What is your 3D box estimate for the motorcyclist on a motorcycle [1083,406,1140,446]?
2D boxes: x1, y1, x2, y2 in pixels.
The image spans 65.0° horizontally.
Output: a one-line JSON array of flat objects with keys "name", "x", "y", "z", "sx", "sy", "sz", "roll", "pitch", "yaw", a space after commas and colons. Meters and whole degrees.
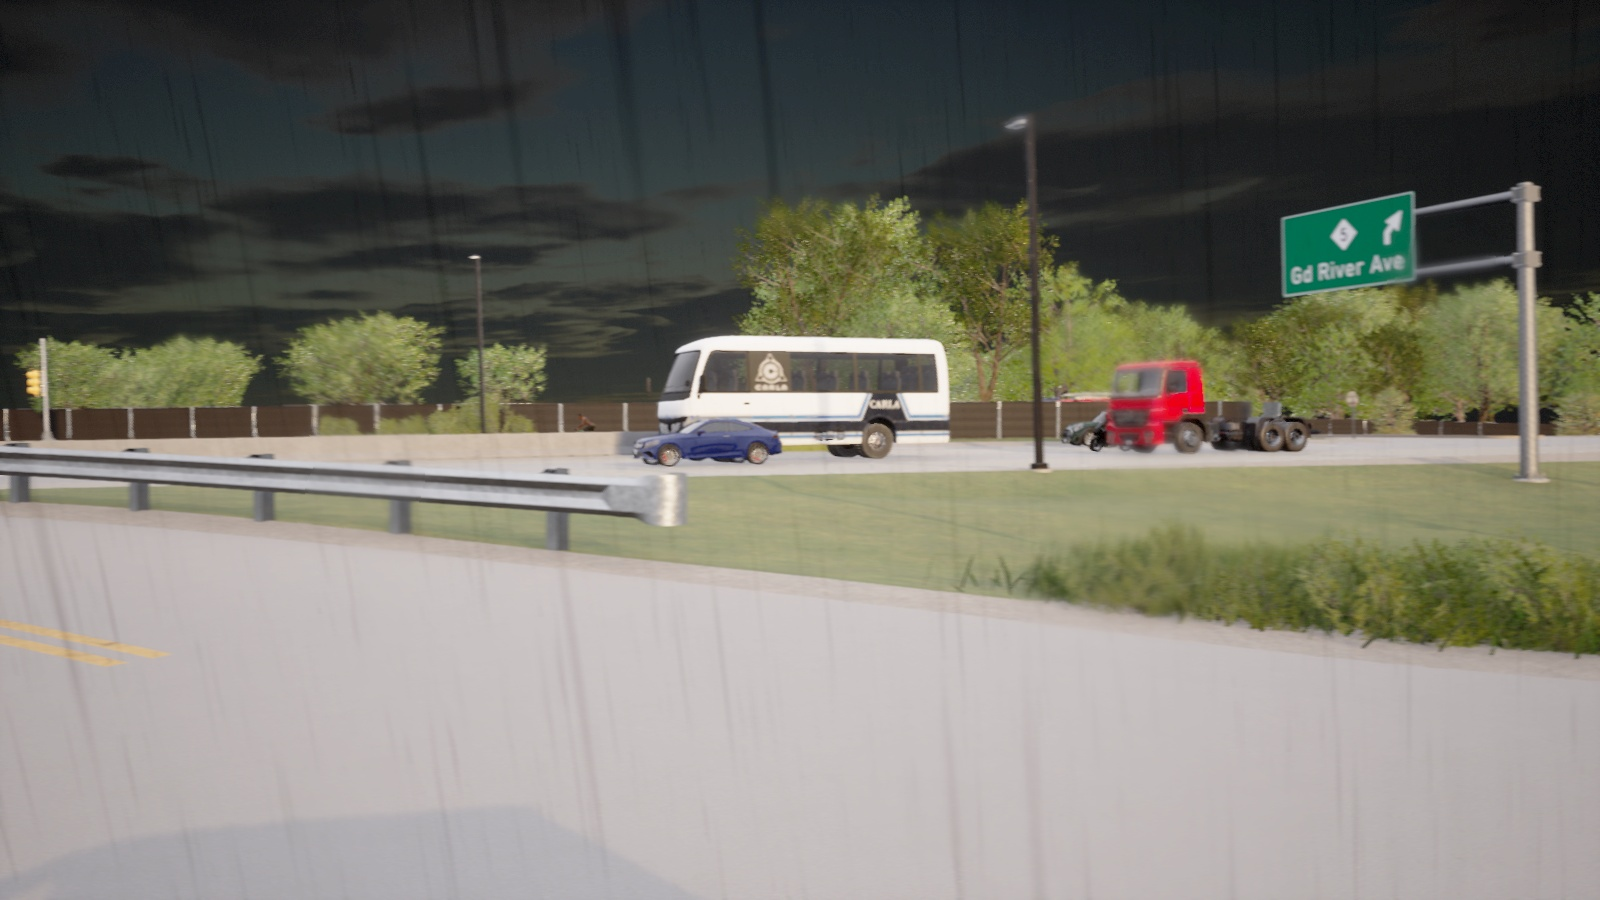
[{"name": "motorcyclist on a motorcycle", "x": 12.190, "y": -0.937, "z": 49.115, "sx": 2.044, "sy": 1.523, "sz": 0.797, "roll": -2, "pitch": 1, "yaw": -24}]

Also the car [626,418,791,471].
[{"name": "car", "x": -2.793, "y": -0.195, "z": 38.615, "sx": 4.674, "sy": 1.442, "sz": 1.812, "roll": -2, "pitch": 1, "yaw": -24}]

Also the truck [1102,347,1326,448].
[{"name": "truck", "x": 15.432, "y": -1.963, "z": 46.723, "sx": 7.936, "sy": 3.462, "sz": 2.891, "roll": -2, "pitch": 1, "yaw": -24}]

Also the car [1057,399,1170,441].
[{"name": "car", "x": 14.312, "y": -1.356, "z": 57.484, "sx": 4.553, "sy": 1.767, "sz": 2.097, "roll": -2, "pitch": 1, "yaw": -7}]

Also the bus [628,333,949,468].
[{"name": "bus", "x": -0.348, "y": -1.772, "z": 43.528, "sx": 10.273, "sy": 4.253, "sz": 3.944, "roll": -2, "pitch": 1, "yaw": -24}]
